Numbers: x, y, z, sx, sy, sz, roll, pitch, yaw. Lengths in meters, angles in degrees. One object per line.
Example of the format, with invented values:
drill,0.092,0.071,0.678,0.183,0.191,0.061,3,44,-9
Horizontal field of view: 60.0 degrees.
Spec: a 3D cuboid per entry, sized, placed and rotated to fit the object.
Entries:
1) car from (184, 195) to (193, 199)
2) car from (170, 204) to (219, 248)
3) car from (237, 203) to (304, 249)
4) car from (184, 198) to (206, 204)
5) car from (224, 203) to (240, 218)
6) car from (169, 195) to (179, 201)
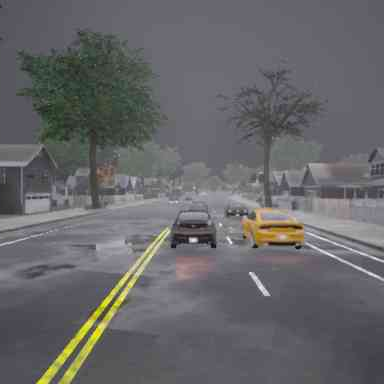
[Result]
car,-0.785,1.418,75.985,2.033,1.411,5.357,0,0,2
car,0.093,1.512,14.619,1.837,1.490,4.892,0,0,1
car,3.342,1.480,14.556,1.882,1.535,5.008,0,0,1
car,0.586,1.548,29.576,2.033,1.411,5.357,0,0,2
car,3.835,1.602,29.475,1.895,1.301,4.718,0,0,2
car,-4.030,1.428,76.148,1.994,1.385,4.181,0,0,2
